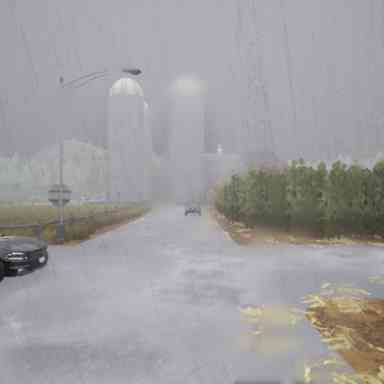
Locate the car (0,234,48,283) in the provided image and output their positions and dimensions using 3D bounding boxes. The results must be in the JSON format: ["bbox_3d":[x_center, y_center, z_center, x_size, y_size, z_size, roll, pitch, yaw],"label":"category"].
[{"bbox_3d":[-6.491,1.508,8.903,5.008,1.535,1.882,0,0,0],"label":"car"}]

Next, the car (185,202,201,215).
[{"bbox_3d":[0.116,1.933,39.741,2.033,1.411,5.357,0,0,0],"label":"car"}]
